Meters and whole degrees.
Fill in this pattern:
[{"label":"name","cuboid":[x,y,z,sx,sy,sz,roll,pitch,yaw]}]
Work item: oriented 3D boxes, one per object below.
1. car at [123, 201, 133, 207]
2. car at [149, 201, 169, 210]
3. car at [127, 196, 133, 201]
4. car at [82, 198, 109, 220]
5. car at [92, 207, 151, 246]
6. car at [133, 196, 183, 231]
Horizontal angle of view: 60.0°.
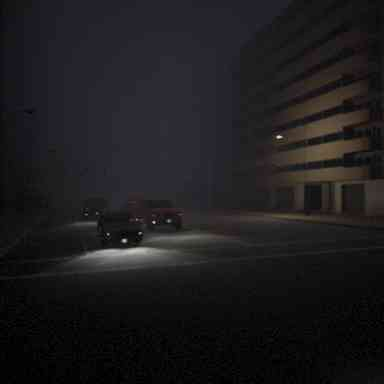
[{"label":"car","cuboid":[-6.148,1.902,33.468,1.994,1.385,4.181,0,0,-20]},{"label":"car","cuboid":[-5.098,2.064,51.089,1.895,1.301,4.718,0,0,-20]},{"label":"car","cuboid":[-8.547,1.696,50.327,2.150,2.045,5.566,0,-1,-20]},{"label":"car","cuboid":[-9.414,1.569,32.205,2.150,2.045,5.566,0,0,-20]},{"label":"car","cuboid":[-3.787,1.751,16.961,2.033,1.411,5.357,0,0,-19]},{"label":"car","cuboid":[-2.380,1.463,23.292,2.150,2.045,5.566,0,0,-20]}]
